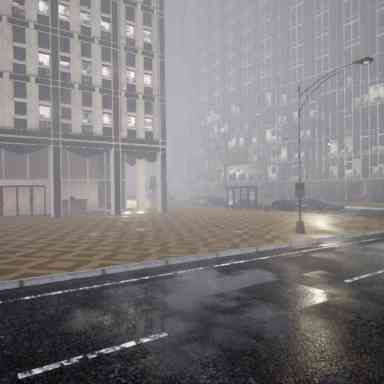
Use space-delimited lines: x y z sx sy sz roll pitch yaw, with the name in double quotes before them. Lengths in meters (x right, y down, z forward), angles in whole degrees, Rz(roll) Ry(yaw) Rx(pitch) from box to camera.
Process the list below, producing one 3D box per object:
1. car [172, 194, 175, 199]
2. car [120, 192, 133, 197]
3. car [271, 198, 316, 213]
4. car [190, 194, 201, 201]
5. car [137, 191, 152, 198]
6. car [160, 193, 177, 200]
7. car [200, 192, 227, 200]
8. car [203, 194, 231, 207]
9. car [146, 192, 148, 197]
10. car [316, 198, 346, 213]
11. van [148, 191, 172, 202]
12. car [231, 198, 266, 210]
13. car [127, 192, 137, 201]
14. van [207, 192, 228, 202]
"car" -5.147 0.839 62.342 1.895 1.301 4.718 -1 1 -34
"car" -18.076 0.689 91.254 2.008 1.369 4.403 0 1 -34
"car" 10.286 1.424 34.894 1.947 1.339 4.313 0 1 -34
"car" 1.222 1.043 63.138 1.802 1.307 4.206 0 1 -34
"car" -11.644 0.686 81.880 1.967 1.590 4.097 0 1 -34
"car" -5.211 0.936 72.511 1.802 1.307 4.206 0 1 -34
"car" 3.774 1.180 49.183 1.837 1.490 4.892 -1 1 -35
"car" 3.916 1.320 44.311 1.947 1.339 4.313 0 1 -34
"car" -8.428 0.615 77.193 2.192 1.841 5.009 0 1 -34
"car" 13.359 1.375 35.212 2.033 1.411 5.357 -1 1 -34
"van" -5.688 0.937 58.395 1.690 1.788 3.998 0 1 -34
"car" 7.084 1.388 39.592 1.802 1.307 4.206 0 1 -34
"car" -12.121 1.040 67.769 2.008 1.369 4.403 0 1 -34
"van" 4.437 0.855 58.449 1.690 1.788 3.998 0 1 -34
